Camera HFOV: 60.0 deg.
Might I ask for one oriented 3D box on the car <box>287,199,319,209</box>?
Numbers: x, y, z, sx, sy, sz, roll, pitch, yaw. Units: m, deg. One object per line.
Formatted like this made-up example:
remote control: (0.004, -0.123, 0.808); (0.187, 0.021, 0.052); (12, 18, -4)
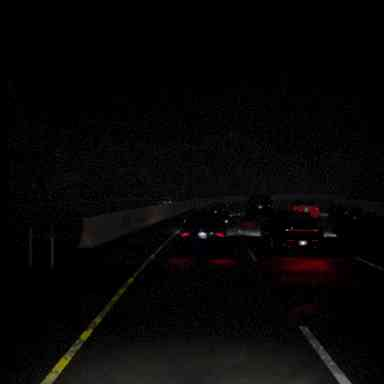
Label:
car: (9.115, 1.364, 27.666); (2.097, 1.767, 4.553); (0, 0, 9)

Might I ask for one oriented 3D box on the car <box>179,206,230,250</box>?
car: (0.551, 1.560, 14.240); (2.033, 1.411, 5.357); (0, 0, 4)

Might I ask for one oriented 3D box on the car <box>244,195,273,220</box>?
car: (5.664, 1.255, 28.251); (2.150, 2.045, 5.566); (0, 0, 9)

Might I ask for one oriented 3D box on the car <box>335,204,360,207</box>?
car: (12.584, 1.614, 27.199); (1.895, 1.301, 4.718); (0, 0, 9)

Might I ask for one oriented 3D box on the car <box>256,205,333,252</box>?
car: (4.041, 1.514, 13.976); (1.837, 1.490, 4.892); (0, 0, 4)

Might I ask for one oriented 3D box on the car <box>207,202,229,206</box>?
car: (2.199, 1.570, 28.747); (1.994, 1.385, 4.181); (0, 0, 9)

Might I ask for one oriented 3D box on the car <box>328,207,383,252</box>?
car: (7.531, 1.560, 13.713); (2.033, 1.411, 5.357); (0, 0, 4)
